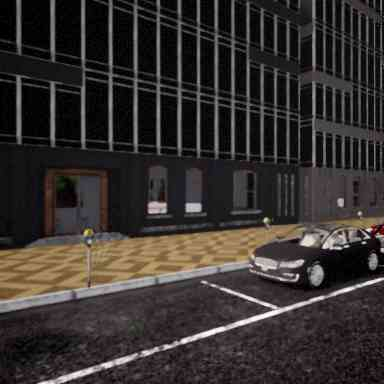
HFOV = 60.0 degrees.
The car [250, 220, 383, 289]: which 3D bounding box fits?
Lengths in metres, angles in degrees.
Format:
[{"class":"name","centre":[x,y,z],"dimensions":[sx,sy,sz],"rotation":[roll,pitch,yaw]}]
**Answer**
[{"class":"car","centre":[3.481,1.554,9.047],"dimensions":[4.403,1.369,2.008],"rotation":[0,0,-36]}]
